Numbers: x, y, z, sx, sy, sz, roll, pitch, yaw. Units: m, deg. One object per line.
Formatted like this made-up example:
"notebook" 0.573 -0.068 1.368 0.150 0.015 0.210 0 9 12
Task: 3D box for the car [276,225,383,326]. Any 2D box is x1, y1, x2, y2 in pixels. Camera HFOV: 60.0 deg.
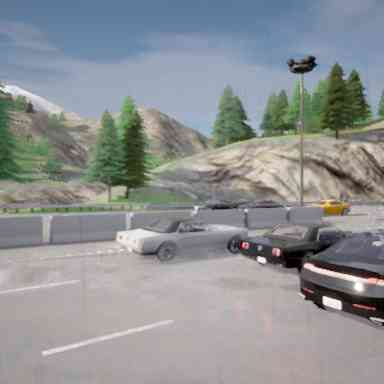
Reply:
"car" 4.186 1.494 6.413 4.902 1.511 2.128 0 0 -33

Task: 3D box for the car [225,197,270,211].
"car" 6.693 1.436 40.057 4.902 1.511 2.128 0 0 -25

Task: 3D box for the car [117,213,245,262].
"car" -0.141 1.574 11.980 4.718 1.301 1.895 0 0 -33

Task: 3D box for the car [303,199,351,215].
"car" 12.637 1.464 31.296 5.008 1.535 1.882 0 0 -25

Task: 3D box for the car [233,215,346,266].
"car" 3.811 1.594 10.339 4.718 1.301 1.895 0 0 -32

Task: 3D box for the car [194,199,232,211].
"car" 2.572 1.430 34.038 4.902 1.511 2.128 0 0 -28

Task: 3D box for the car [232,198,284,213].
"car" 6.639 1.466 32.221 4.892 1.490 1.837 1 0 -27
